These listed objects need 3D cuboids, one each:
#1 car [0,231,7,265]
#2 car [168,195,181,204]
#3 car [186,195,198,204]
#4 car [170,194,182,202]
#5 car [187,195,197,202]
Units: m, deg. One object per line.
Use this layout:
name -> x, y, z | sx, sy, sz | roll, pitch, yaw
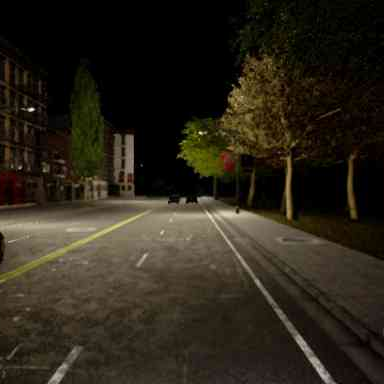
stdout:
car -> -6.577, 1.508, 8.409 | 1.812, 1.442, 4.674 | 0, 0, 0
car -> -3.258, 1.441, 58.785 | 2.033, 1.411, 5.357 | 0, 0, 0
car -> -0.009, 1.238, 59.966 | 2.097, 1.767, 4.553 | 0, 0, 0
car -> -3.260, 1.267, 68.370 | 2.128, 1.511, 4.902 | 0, 1, 0
car -> -0.010, 1.340, 68.371 | 1.994, 1.385, 4.181 | 0, 1, 0
